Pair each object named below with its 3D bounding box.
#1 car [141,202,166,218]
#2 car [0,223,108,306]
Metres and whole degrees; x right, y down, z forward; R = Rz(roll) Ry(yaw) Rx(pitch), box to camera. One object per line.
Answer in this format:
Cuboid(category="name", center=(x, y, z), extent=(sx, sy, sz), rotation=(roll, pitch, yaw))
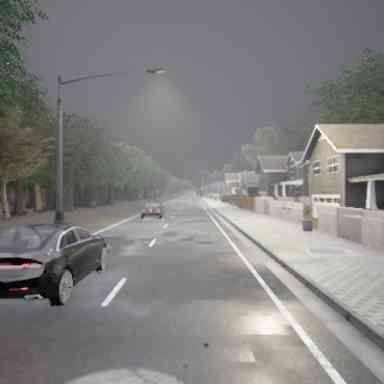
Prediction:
Cuboid(category="car", center=(-3.396, 1.566, 29.820), extent=(2.033, 1.411, 5.357), rotation=(0, 0, 0))
Cuboid(category="car", center=(-3.398, 1.500, 8.004), extent=(2.128, 1.511, 4.902), rotation=(0, 0, 0))
